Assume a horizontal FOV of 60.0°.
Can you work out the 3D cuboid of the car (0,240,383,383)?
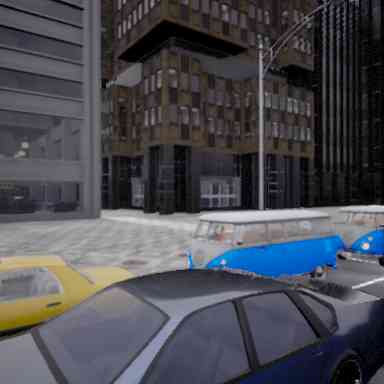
[{"bbox_3d":[-0.078,1.550,3.198,5.357,1.411,2.033,0,0,-36],"label":"car"}]

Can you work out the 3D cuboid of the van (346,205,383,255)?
[{"bbox_3d":[6.330,1.349,11.183,3.998,1.788,1.690,0,0,-36],"label":"van"}]

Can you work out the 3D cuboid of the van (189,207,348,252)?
[{"bbox_3d":[1.742,1.347,7.902,3.998,1.788,1.690,0,0,-36],"label":"van"}]

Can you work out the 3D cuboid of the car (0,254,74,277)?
[{"bbox_3d":[-2.984,1.528,4.521,4.829,1.417,1.752,0,0,-36],"label":"car"}]
